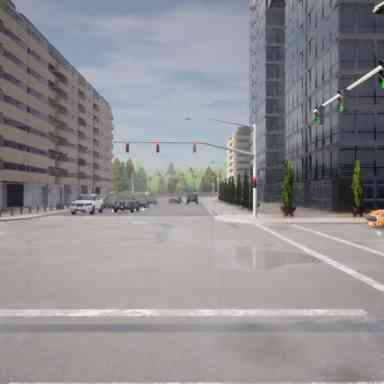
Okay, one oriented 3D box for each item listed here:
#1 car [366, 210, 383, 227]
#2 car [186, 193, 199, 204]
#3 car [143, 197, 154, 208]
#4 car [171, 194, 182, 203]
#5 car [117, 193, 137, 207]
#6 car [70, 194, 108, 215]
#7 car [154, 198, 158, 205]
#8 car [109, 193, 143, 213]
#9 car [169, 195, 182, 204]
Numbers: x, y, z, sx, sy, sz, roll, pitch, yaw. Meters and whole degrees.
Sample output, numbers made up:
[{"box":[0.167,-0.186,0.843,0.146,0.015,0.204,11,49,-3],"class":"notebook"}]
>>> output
[{"box":[13.585,1.423,21.119,4.553,1.767,2.097,0,0,0],"class":"car"},{"box":[0.081,1.267,63.847,2.150,2.045,5.566,0,0,1],"class":"car"},{"box":[-7.310,1.582,48.382,2.033,1.411,5.357,0,0,1],"class":"car"},{"box":[-3.388,1.408,74.284,2.097,1.767,4.553,0,0,1],"class":"car"},{"box":[-10.720,1.261,55.010,2.150,2.045,5.566,0,0,1],"class":"car"},{"box":[-10.918,1.247,34.965,2.150,2.045,5.566,0,0,-1],"class":"car"},{"box":[-7.169,1.606,58.402,1.994,1.385,4.181,0,0,1],"class":"car"},{"box":[-7.408,1.249,38.138,2.150,2.045,5.566,0,0,1],"class":"car"},{"box":[-3.413,1.572,64.266,1.812,1.442,4.674,0,0,1],"class":"car"}]
